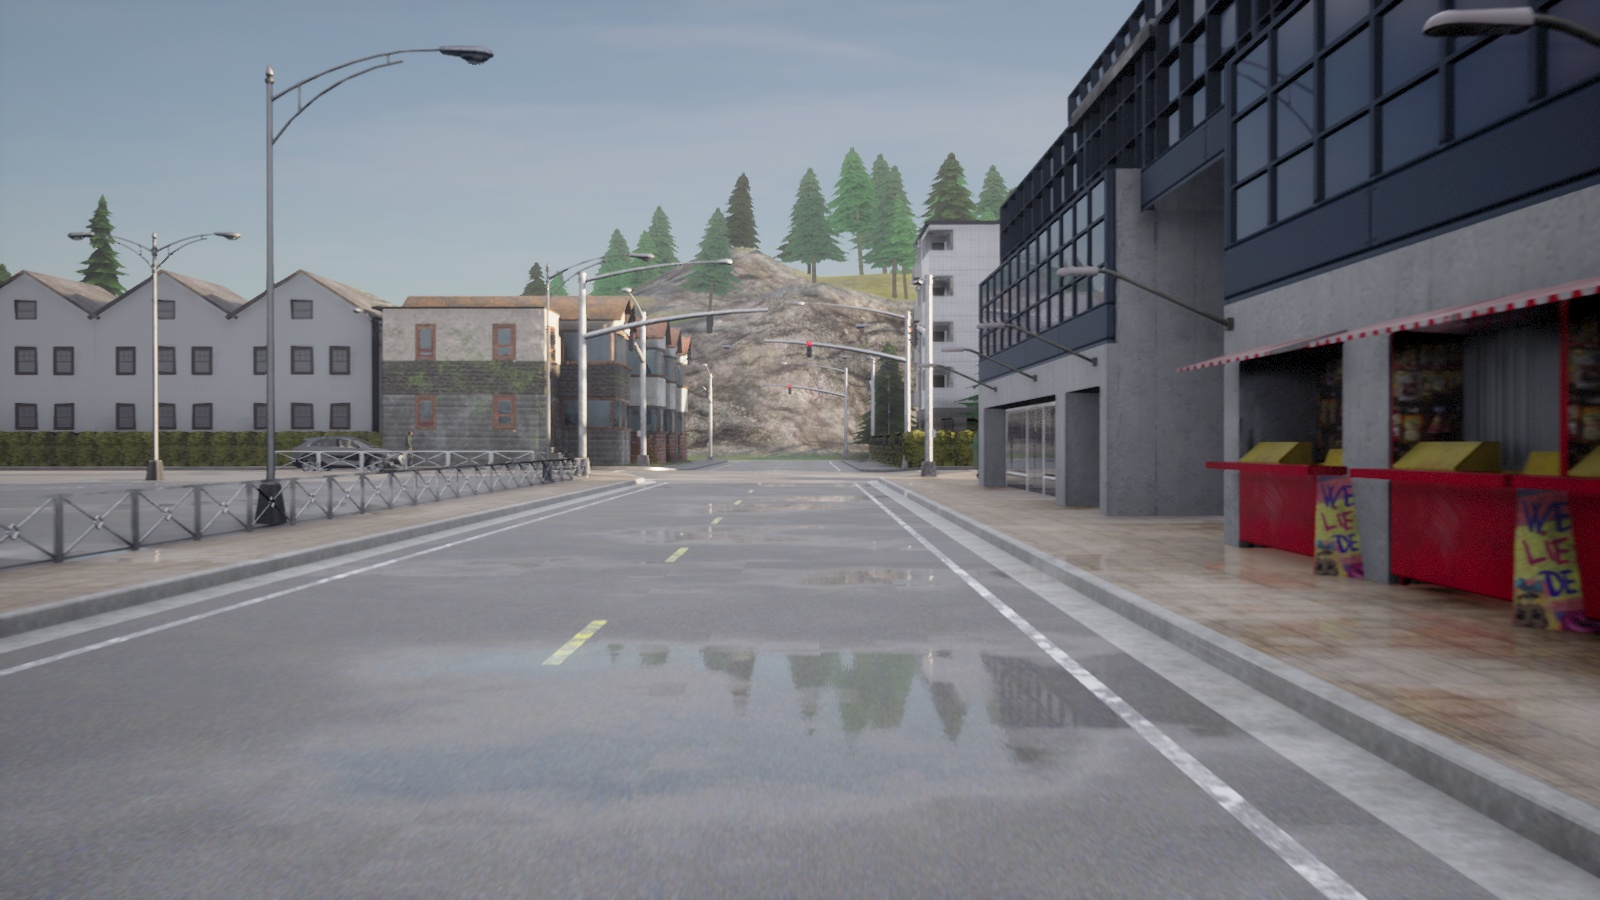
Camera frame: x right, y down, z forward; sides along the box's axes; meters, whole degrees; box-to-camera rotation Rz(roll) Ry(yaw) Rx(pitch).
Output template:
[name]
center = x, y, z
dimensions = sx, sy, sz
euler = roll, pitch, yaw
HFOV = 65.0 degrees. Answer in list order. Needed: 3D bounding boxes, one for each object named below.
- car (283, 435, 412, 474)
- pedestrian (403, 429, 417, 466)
[car]
center = -19.692, 0.176, 54.777
dimensions = 4.856, 1.649, 2.033
euler = 0, 0, 0
[pedestrian]
center = -19.365, -0.140, 62.341
dimensions = 0.614, 1.847, 0.353
euler = 0, 0, 0
